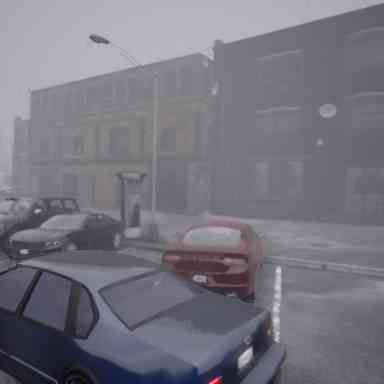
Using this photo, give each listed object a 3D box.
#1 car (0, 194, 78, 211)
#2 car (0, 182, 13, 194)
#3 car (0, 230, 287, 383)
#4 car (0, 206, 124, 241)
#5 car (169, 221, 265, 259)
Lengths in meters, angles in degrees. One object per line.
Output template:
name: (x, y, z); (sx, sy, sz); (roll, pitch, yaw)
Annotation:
car: (-6.701, 1.218, 13.619); (2.435, 2.045, 5.566); (1, -1, 14)
car: (-29.233, -0.412, 50.019); (5.566, 2.045, 2.435); (1, 6, 6)
car: (-1.569, 1.544, 4.451); (5.357, 1.411, 2.033); (0, 0, 35)
car: (-4.194, 1.472, 11.956); (2.097, 1.535, 5.008); (1, -1, 14)
car: (0.770, 1.476, 8.519); (2.097, 1.535, 5.008); (0, -1, 15)
